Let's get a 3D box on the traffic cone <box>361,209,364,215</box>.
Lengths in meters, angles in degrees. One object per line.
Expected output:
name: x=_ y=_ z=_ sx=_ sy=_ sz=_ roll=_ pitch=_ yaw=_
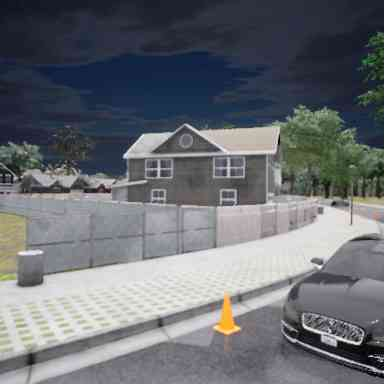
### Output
traffic cone: x=17.305 y=2.060 z=33.794 sx=0.340 sy=0.580 sz=0.340 roll=0 pitch=0 yaw=14

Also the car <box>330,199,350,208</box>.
car: x=23.032 y=1.735 z=51.765 sx=1.895 sy=1.301 sz=4.718 roll=0 pitch=0 yaw=8

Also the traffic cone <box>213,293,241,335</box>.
traffic cone: x=0.579 y=1.977 z=5.518 sx=0.340 sy=0.580 sz=0.340 roll=0 pitch=0 yaw=-40

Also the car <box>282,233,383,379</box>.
car: x=3.394 y=1.538 z=5.661 sx=4.892 sy=1.490 sz=1.837 roll=0 pitch=0 yaw=-44

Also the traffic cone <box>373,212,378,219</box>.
traffic cone: x=16.070 y=2.055 z=29.098 sx=0.340 sy=0.580 sz=0.340 roll=0 pitch=0 yaw=17
